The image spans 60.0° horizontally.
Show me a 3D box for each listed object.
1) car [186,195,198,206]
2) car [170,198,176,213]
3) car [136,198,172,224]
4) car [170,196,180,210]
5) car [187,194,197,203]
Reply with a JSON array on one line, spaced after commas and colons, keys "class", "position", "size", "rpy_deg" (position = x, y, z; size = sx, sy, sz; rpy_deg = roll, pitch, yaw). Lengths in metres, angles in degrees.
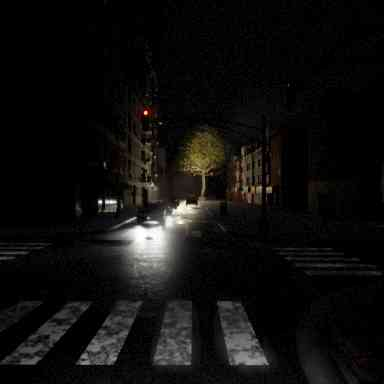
[{"class": "car", "position": [-0.038, 1.454, 55.447], "size": [1.882, 1.535, 5.008], "rpy_deg": [0, -1, 0]}, {"class": "car", "position": [-2.933, 1.582, 33.955], "size": [1.895, 1.301, 4.718], "rpy_deg": [0, 0, 0]}, {"class": "car", "position": [-2.908, 1.479, 24.677], "size": [2.128, 1.511, 4.902], "rpy_deg": [0, 0, 0]}, {"class": "car", "position": [-2.925, 1.542, 43.141], "size": [1.994, 1.385, 4.181], "rpy_deg": [0, 0, 0]}, {"class": "car", "position": [-0.070, 1.330, 69.350], "size": [2.097, 1.767, 4.553], "rpy_deg": [0, 0, 0]}]
